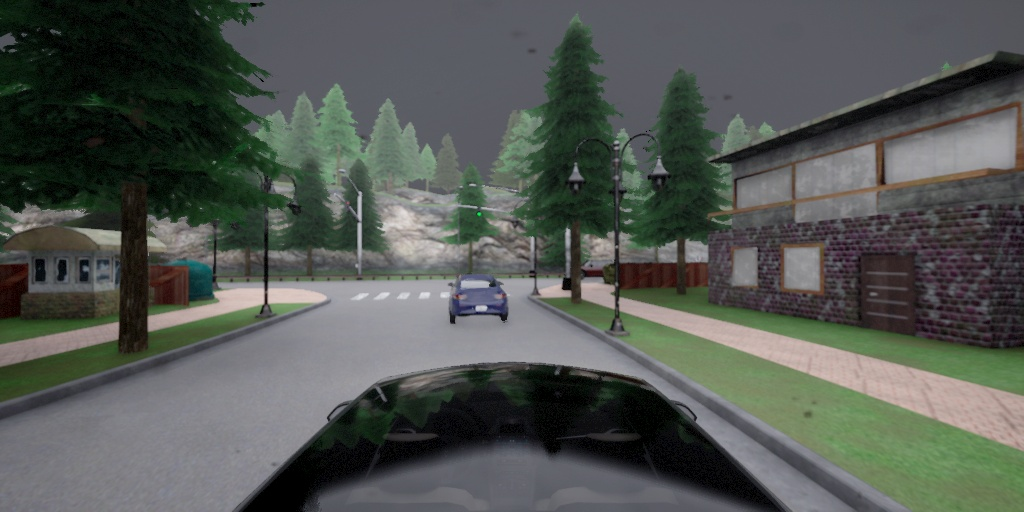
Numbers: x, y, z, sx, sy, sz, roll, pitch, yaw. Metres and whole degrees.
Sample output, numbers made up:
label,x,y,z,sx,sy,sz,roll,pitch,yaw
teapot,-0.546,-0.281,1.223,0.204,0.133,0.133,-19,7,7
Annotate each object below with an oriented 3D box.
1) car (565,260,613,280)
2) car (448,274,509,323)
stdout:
label,x,y,z,sx,sy,sz,roll,pitch,yaw
car,6.912,1.128,31.061,4.553,1.767,2.097,0,0,-12
car,-1.239,1.346,12.498,1.812,1.442,4.674,0,0,-9
